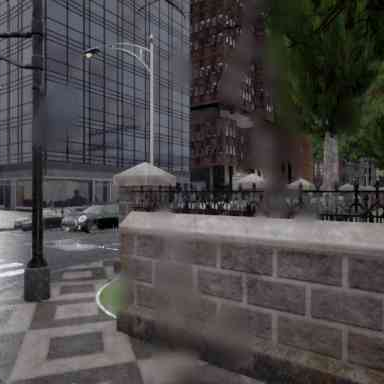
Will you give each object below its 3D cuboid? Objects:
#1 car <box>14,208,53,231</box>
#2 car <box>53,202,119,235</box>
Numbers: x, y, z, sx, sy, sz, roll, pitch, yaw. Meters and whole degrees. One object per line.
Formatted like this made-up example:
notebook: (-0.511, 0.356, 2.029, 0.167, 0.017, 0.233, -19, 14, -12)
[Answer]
car: (-8.431, 1.631, 20.209, 2.008, 1.369, 4.403, 0, -1, 36)
car: (-5.423, 1.440, 19.817, 2.097, 1.767, 4.553, 0, 0, 36)
